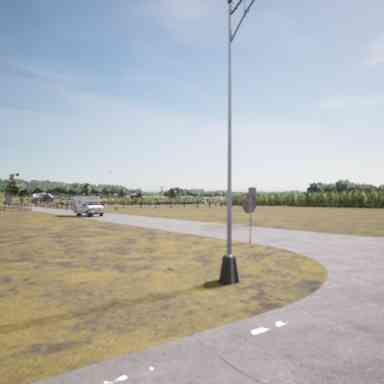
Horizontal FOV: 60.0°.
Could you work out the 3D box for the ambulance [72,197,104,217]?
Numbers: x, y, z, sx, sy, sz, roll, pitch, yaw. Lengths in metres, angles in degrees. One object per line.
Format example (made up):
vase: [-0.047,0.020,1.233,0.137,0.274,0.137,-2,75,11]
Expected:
ambulance: [-13.098,1.838,42.075,2.351,2.431,6.366,0,-1,-35]
